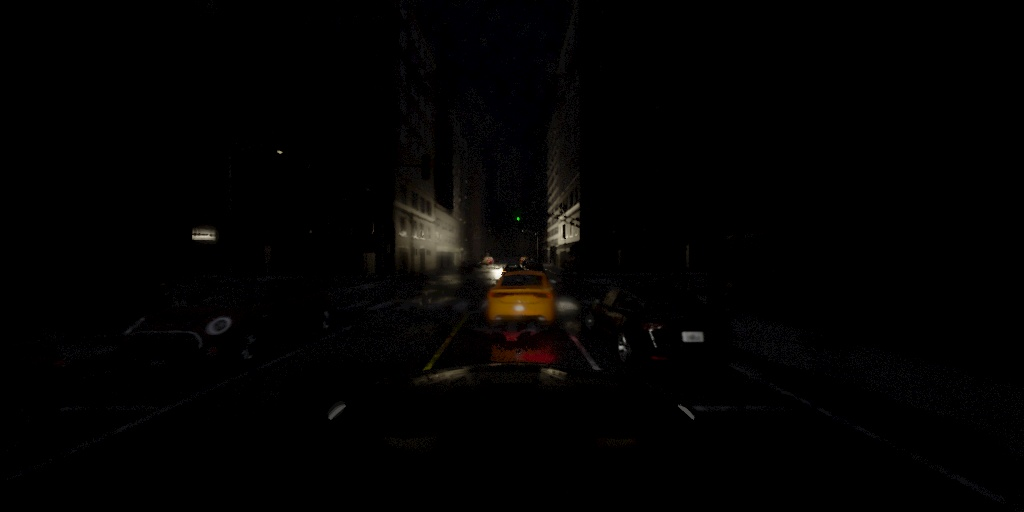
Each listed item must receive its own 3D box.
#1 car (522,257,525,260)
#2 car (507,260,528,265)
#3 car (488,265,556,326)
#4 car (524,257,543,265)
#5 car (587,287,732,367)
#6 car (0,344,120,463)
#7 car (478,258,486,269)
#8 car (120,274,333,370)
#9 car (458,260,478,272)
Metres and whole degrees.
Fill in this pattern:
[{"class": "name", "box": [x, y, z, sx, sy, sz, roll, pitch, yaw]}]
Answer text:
[{"class": "car", "box": [2.916, 1.287, 55.641, 2.007, 1.370, 4.403, 0, 0, 0]}, {"class": "car", "box": [0.103, 1.352, 30.955, 1.994, 1.385, 4.181, 0, 0, 0]}, {"class": "car", "box": [0.427, 1.216, 11.799, 1.882, 1.535, 5.008, 0, 0, 5]}, {"class": "car", "box": [2.895, 1.170, 44.824, 1.967, 1.591, 4.097, 0, 0, 0]}, {"class": "car", "box": [2.858, 1.309, 7.735, 1.948, 1.339, 4.313, 0, 0, 0]}, {"class": "car", "box": [-5.668, 1.331, 2.235, 1.802, 1.307, 4.207, 0, 0, 0]}, {"class": "car", "box": [-5.609, 1.287, 55.654, 2.007, 1.370, 4.403, 0, 0, 0]}, {"class": "car", "box": [-5.668, 1.182, 7.736, 1.967, 1.591, 4.097, 0, 0, 0]}, {"class": "car", "box": [-5.630, 1.312, 44.838, 1.802, 1.307, 4.207, 0, 0, 0]}]
